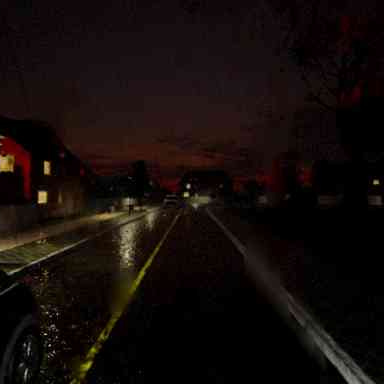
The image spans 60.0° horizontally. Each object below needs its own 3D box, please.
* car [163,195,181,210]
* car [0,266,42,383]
[{"bbox_3d":[-2.753,1.468,46.063,2.150,2.045,5.566,0,0,0],"label":"car"},{"bbox_3d":[-2.849,1.353,2.092,2.097,1.767,4.553,0,0,0],"label":"car"}]
